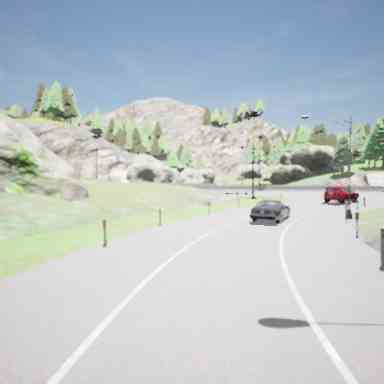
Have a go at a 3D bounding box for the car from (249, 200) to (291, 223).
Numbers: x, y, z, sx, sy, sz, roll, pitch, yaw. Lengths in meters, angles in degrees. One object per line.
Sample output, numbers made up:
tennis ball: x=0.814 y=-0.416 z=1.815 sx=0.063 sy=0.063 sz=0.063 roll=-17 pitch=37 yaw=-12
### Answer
car: x=5.417 y=1.230 z=22.703 sx=2.033 sy=1.411 sz=5.357 roll=1 pitch=2 yaw=26

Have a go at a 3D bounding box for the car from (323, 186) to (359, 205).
car: x=17.414 y=0.290 z=38.814 sx=5.566 sy=2.045 sz=2.150 roll=-2 pitch=3 yaw=-43
